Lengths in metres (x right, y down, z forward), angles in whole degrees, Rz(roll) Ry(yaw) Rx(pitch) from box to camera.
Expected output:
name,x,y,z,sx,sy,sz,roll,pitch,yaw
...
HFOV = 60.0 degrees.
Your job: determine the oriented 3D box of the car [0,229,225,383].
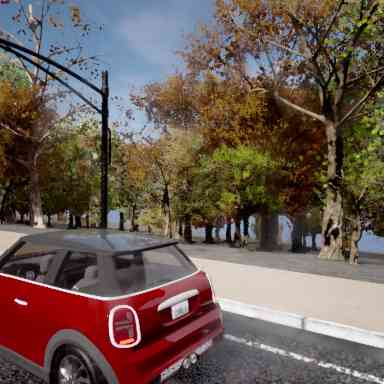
name,x,y,z,sx,sy,sz,roll,pitch,yaw
car,-1.861,1.351,5.012,4.553,1.767,2.097,0,0,36
